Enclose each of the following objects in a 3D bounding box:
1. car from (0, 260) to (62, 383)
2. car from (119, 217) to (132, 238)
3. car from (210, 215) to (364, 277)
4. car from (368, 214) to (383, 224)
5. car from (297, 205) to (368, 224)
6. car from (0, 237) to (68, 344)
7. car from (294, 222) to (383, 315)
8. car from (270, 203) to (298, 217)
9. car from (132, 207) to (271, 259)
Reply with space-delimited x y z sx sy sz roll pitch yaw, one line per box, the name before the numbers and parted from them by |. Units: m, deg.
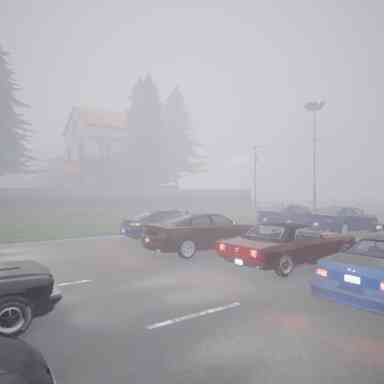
car | -3.191 1.492 1.484 4.902 1.511 2.128 0 0 -35
car | -1.126 1.526 15.858 4.674 1.442 1.812 0 0 -36
car | 3.075 1.601 10.262 4.718 1.301 1.895 0 0 -35
car | 10.487 1.600 15.550 4.718 1.301 1.895 0 0 -36
car | 8.287 1.477 18.281 5.008 1.535 1.882 0 0 -36
car | -4.527 1.601 4.925 4.718 1.301 1.895 0 0 -35
car | 4.797 1.547 7.178 5.357 1.411 2.033 0 0 -35
car | 6.343 1.477 21.192 5.008 1.535 1.882 0 0 -36
car | 0.499 1.477 12.725 5.008 1.535 1.882 0 0 -35
